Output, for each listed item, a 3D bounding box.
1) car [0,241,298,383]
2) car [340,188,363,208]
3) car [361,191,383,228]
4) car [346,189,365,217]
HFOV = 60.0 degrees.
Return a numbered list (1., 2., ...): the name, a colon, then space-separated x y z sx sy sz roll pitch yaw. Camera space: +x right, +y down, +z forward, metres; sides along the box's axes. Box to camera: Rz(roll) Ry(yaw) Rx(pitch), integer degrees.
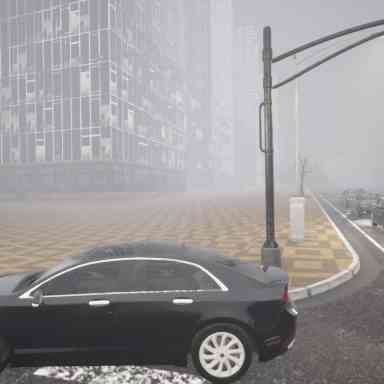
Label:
1. car: -1.039 1.505 4.758 4.892 1.490 1.837 0 0 0
2. car: 13.125 0.454 26.732 2.128 1.511 4.902 -1 2 18
3. car: 9.065 0.928 14.380 2.128 1.511 4.902 -1 2 18
4. car: 11.122 0.759 20.671 1.994 1.385 4.181 -1 2 17
